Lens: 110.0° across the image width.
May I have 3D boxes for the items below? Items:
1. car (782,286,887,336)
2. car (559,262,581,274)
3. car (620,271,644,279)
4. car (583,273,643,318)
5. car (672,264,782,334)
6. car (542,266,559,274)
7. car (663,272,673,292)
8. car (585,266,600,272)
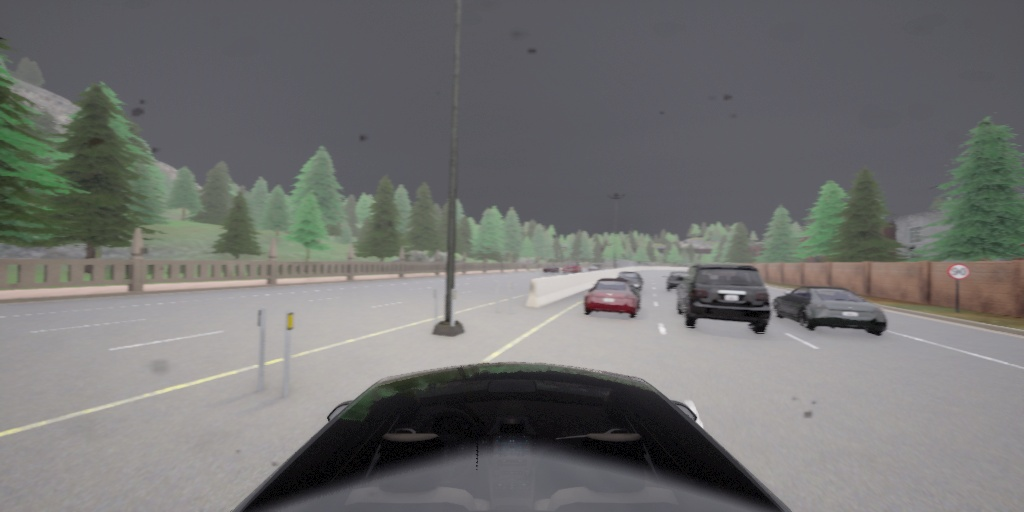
[{"bbox_3d":[10.871,1.750,12.628,1.994,1.385,4.181,1,-1,21],"label":"car"},{"bbox_3d":[9.767,1.953,58.584,2.150,2.045,5.566,1,-1,22],"label":"car"},{"bbox_3d":[8.679,1.848,26.572,2.033,1.411,5.357,1,-1,22],"label":"car"},{"bbox_3d":[4.204,1.594,14.789,1.994,1.385,4.181,1,-1,21],"label":"car"},{"bbox_3d":[7.078,1.303,12.511,2.150,2.045,5.566,1,0,21],"label":"car"},{"bbox_3d":[6.517,2.260,59.886,1.895,1.301,4.718,1,-1,22],"label":"car"},{"bbox_3d":[12.756,1.928,27.343,1.837,1.490,4.892,1,0,22],"label":"car"},{"bbox_3d":[13.049,2.333,57.398,1.812,1.442,4.674,1,-1,22],"label":"car"}]
